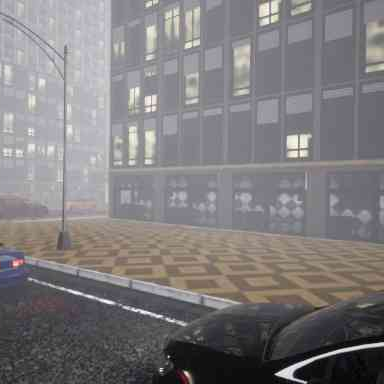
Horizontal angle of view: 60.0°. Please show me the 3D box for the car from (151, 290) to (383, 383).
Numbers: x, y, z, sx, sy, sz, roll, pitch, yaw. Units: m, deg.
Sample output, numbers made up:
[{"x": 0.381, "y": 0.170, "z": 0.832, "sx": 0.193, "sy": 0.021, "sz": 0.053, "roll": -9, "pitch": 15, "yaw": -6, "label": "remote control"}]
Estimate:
[{"x": 1.874, "y": 1.505, "z": 2.346, "sx": 4.892, "sy": 1.490, "sz": 1.837, "roll": 0, "pitch": 0, "yaw": 35, "label": "car"}]

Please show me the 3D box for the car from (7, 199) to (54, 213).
[{"x": -19.478, "y": 1.641, "z": 40.304, "sx": 1.752, "sy": 1.417, "sz": 4.829, "roll": 1, "pitch": 0, "yaw": 37, "label": "car"}]

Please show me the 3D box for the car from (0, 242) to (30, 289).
[{"x": -6.046, "y": 1.543, "z": 8.016, "sx": 5.357, "sy": 1.411, "sz": 2.033, "roll": 0, "pitch": 0, "yaw": 36, "label": "car"}]

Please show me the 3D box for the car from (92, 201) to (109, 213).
[{"x": -9.183, "y": 1.828, "z": 40.120, "sx": 1.752, "sy": 1.417, "sz": 4.829, "roll": 1, "pitch": 0, "yaw": 37, "label": "car"}]

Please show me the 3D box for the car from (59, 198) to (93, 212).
[{"x": -14.564, "y": 1.551, "z": 42.564, "sx": 2.097, "sy": 1.767, "sz": 4.553, "roll": 1, "pitch": 0, "yaw": 37, "label": "car"}]

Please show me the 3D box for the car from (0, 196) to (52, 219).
[{"x": -15.999, "y": 1.517, "z": 30.922, "sx": 2.192, "sy": 1.841, "sz": 5.009, "roll": 1, "pitch": 0, "yaw": 37, "label": "car"}]
